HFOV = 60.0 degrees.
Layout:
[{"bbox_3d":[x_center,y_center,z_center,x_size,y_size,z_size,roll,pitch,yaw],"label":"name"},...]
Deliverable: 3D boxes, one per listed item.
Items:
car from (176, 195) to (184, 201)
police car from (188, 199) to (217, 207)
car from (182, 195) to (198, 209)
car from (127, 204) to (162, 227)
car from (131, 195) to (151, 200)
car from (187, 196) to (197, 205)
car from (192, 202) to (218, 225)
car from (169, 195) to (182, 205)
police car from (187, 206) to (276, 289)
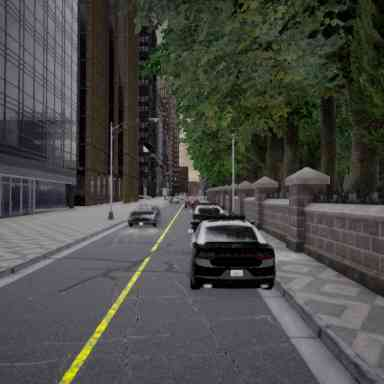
[{"bbox_3d":[-2.975,1.587,85.826,1.837,1.490,4.892,0,0,0],"label":"car"},{"bbox_3d":[0.906,1.427,19.275,1.930,1.638,5.238,0,0,0],"label":"police car"},{"bbox_3d":[0.049,1.370,46.657,2.097,1.767,4.553,0,0,1],"label":"car"},{"bbox_3d":[-3.093,1.550,22.886,2.033,1.411,5.357,0,0,0],"label":"car"},{"bbox_3d":[-14.610,1.581,93.534,4.403,1.369,2.008,0,-1,0],"label":"car"},{"bbox_3d":[0.019,1.561,61.411,1.812,1.442,4.674,0,0,0],"label":"car"},{"bbox_3d":[0.908,1.530,25.167,1.812,1.442,4.674,0,0,0],"label":"car"},{"bbox_3d":[-3.065,1.536,58.676,1.837,1.490,4.892,0,0,0],"label":"car"},{"bbox_3d":[0.903,1.427,9.273,1.930,1.638,5.238,0,0,0],"label":"police car"}]
